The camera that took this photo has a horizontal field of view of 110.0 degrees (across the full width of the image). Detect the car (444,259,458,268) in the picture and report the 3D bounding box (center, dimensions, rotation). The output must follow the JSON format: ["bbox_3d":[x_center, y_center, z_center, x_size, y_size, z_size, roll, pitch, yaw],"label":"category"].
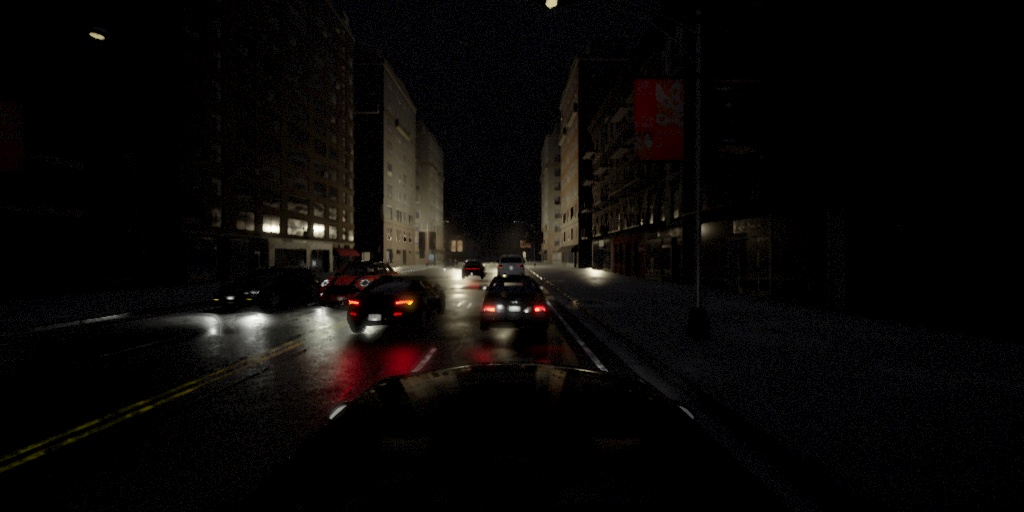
[{"bbox_3d":[-10.125,1.254,59.998,1.837,1.490,4.892,0,0,0],"label":"car"}]

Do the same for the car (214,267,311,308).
[{"bbox_3d":[-9.935,1.233,15.049,1.837,1.490,4.892,0,0,0],"label":"car"}]

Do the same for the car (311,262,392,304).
[{"bbox_3d":[-6.692,1.080,16.212,2.097,1.767,4.553,0,0,0],"label":"car"}]

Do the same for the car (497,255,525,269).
[{"bbox_3d":[-0.075,0.936,29.454,2.150,2.045,5.566,0,0,0],"label":"car"}]

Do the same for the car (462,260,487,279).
[{"bbox_3d":[-3.338,1.216,31.795,1.837,1.490,4.892,0,0,-1],"label":"car"}]

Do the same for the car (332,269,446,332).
[{"bbox_3d":[-3.204,1.261,10.637,1.812,1.442,4.674,0,0,0],"label":"car"}]

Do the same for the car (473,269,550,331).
[{"bbox_3d":[0.044,1.282,10.922,2.033,1.411,5.357,0,0,0],"label":"car"}]
